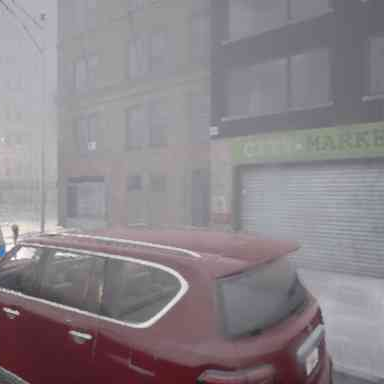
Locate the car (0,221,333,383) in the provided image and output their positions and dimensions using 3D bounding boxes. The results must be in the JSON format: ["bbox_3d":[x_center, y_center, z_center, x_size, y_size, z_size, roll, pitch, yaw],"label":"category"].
[{"bbox_3d":[-1.061,1.312,3.838,5.009,1.841,2.192,0,0,36],"label":"car"}]
